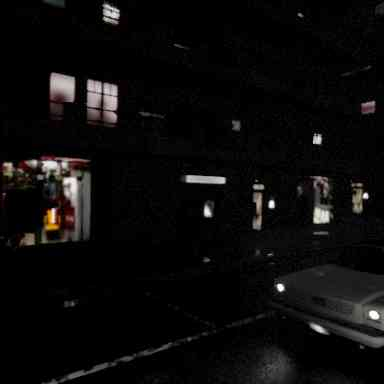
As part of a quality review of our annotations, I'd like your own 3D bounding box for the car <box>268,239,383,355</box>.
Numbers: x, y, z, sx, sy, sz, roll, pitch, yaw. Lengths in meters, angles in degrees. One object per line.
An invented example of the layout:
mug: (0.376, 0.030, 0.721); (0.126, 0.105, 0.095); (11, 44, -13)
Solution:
car: (3.561, 1.588, 5.919); (4.718, 1.301, 1.895); (0, 0, -36)
